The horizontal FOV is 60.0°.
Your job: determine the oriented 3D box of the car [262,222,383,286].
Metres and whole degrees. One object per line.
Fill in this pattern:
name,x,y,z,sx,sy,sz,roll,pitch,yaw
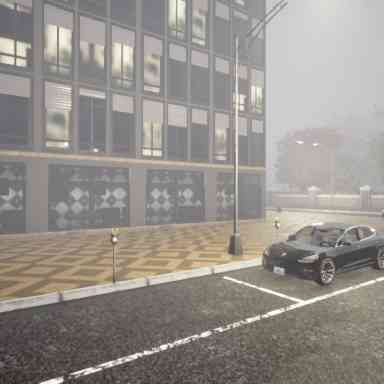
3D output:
car,3.914,1.562,9.438,4.313,1.339,1.947,0,0,-35
